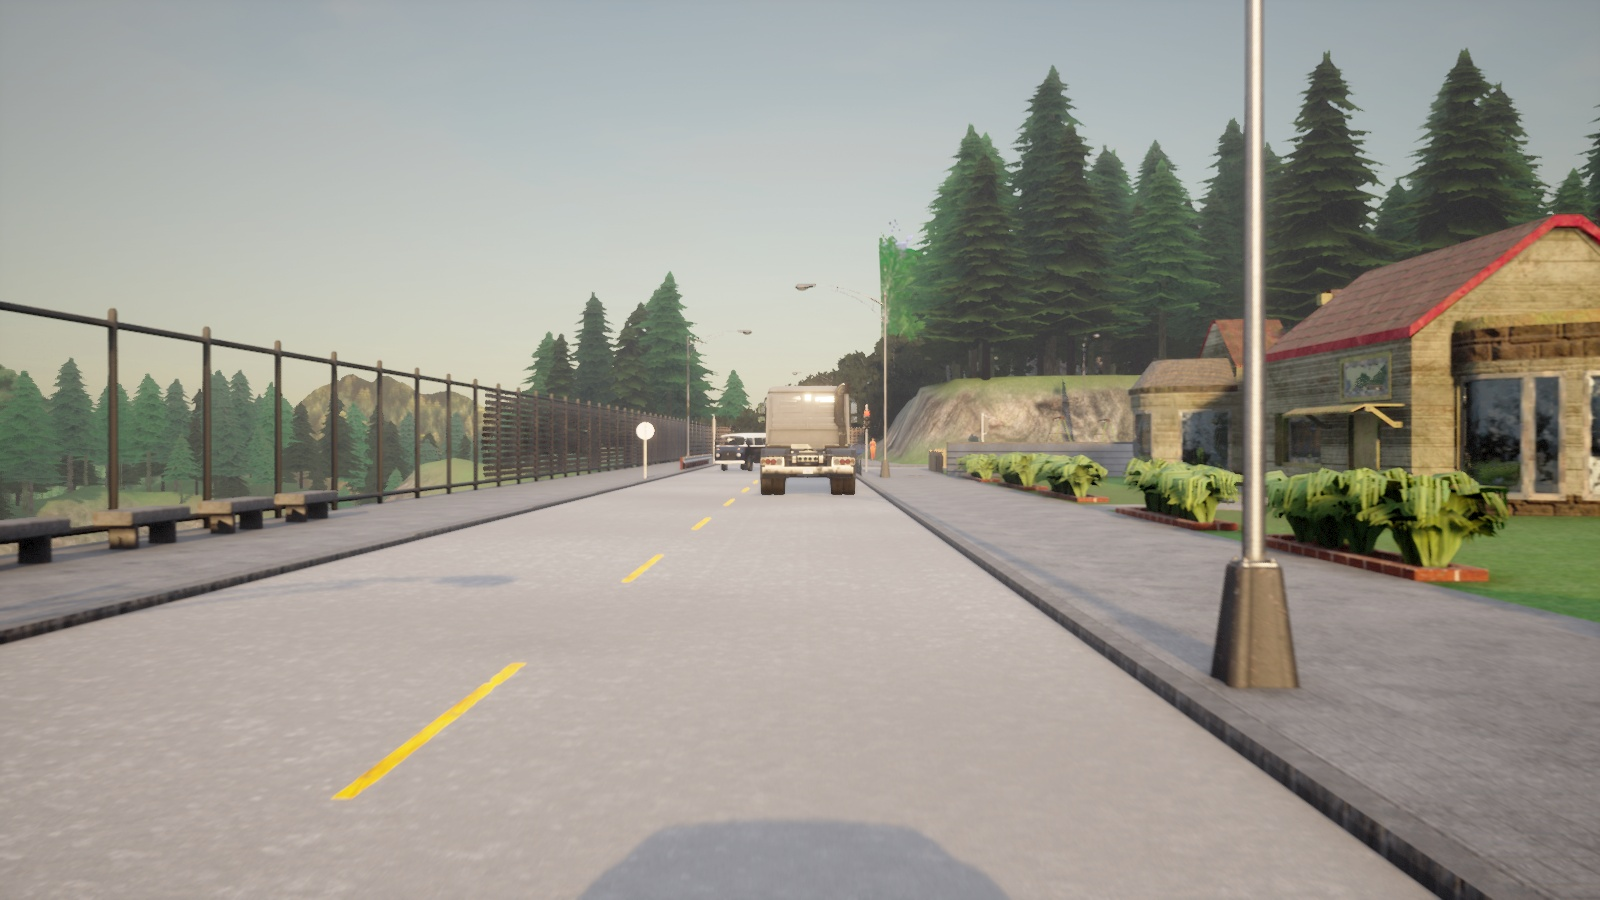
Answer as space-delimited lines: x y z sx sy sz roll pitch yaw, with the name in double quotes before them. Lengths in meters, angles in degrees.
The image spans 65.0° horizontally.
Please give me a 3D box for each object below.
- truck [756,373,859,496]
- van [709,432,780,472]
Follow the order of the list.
"truck" 0.244 -0.456 39.179 2.891 3.462 7.936 0 0 0
"van" -2.909 0.090 66.875 2.069 2.038 4.480 -1 0 22
